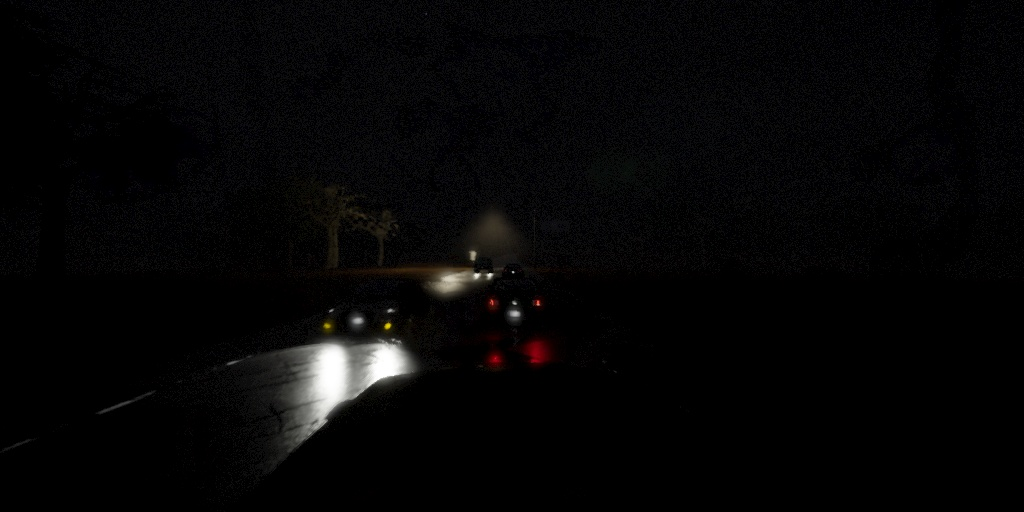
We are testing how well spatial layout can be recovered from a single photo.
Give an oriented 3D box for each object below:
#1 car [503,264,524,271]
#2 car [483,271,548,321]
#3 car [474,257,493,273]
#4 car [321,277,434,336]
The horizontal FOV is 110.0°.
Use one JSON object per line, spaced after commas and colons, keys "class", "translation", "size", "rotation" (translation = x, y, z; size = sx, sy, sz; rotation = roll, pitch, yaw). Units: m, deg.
{"class": "car", "translation": [0.099, 1.400, 33.358], "size": [1.994, 1.385, 4.181], "rotation": [0, 0, 0]}
{"class": "car", "translation": [0.107, 1.368, 12.423], "size": [1.895, 1.301, 4.718], "rotation": [0, 0, 0]}
{"class": "car", "translation": [-3.580, 1.116, 45.894], "size": [2.150, 2.045, 5.566], "rotation": [0, -1, 0]}
{"class": "car", "translation": [-3.599, 1.327, 10.351], "size": [1.994, 1.385, 4.181], "rotation": [0, 0, 0]}
